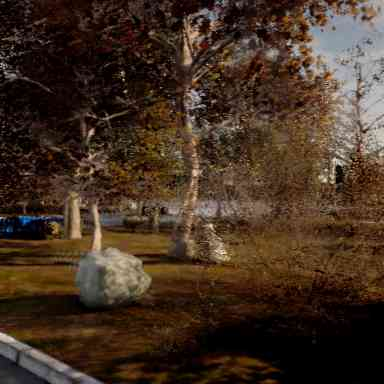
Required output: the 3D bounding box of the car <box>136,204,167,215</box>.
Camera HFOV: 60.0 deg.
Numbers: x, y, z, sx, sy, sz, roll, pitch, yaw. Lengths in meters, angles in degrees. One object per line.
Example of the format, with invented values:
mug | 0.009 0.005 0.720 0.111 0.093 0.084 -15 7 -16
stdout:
car | -4.617 2.017 39.108 1.994 1.385 4.181 3 1 34
